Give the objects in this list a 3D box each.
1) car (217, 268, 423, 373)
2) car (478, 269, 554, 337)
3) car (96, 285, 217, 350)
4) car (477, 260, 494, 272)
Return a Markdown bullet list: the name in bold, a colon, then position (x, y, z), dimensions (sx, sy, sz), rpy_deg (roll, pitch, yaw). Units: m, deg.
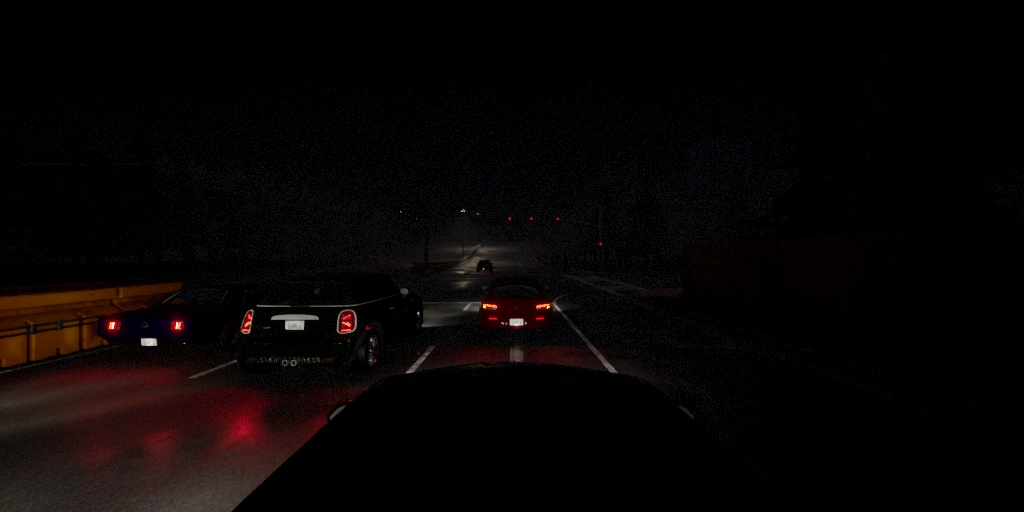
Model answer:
- **car**: position (-3.400, 1.102, 7.730), dimensions (2.097, 1.767, 4.553), rpy_deg (0, 0, 0)
- **car**: position (0.097, 1.276, 10.120), dimensions (1.812, 1.442, 4.674), rpy_deg (0, 0, 0)
- **car**: position (-6.902, 1.351, 9.044), dimensions (1.895, 1.301, 4.718), rpy_deg (0, 0, 0)
- **car**: position (-3.410, 1.255, 45.453), dimensions (1.837, 1.490, 4.892), rpy_deg (0, 0, 0)
